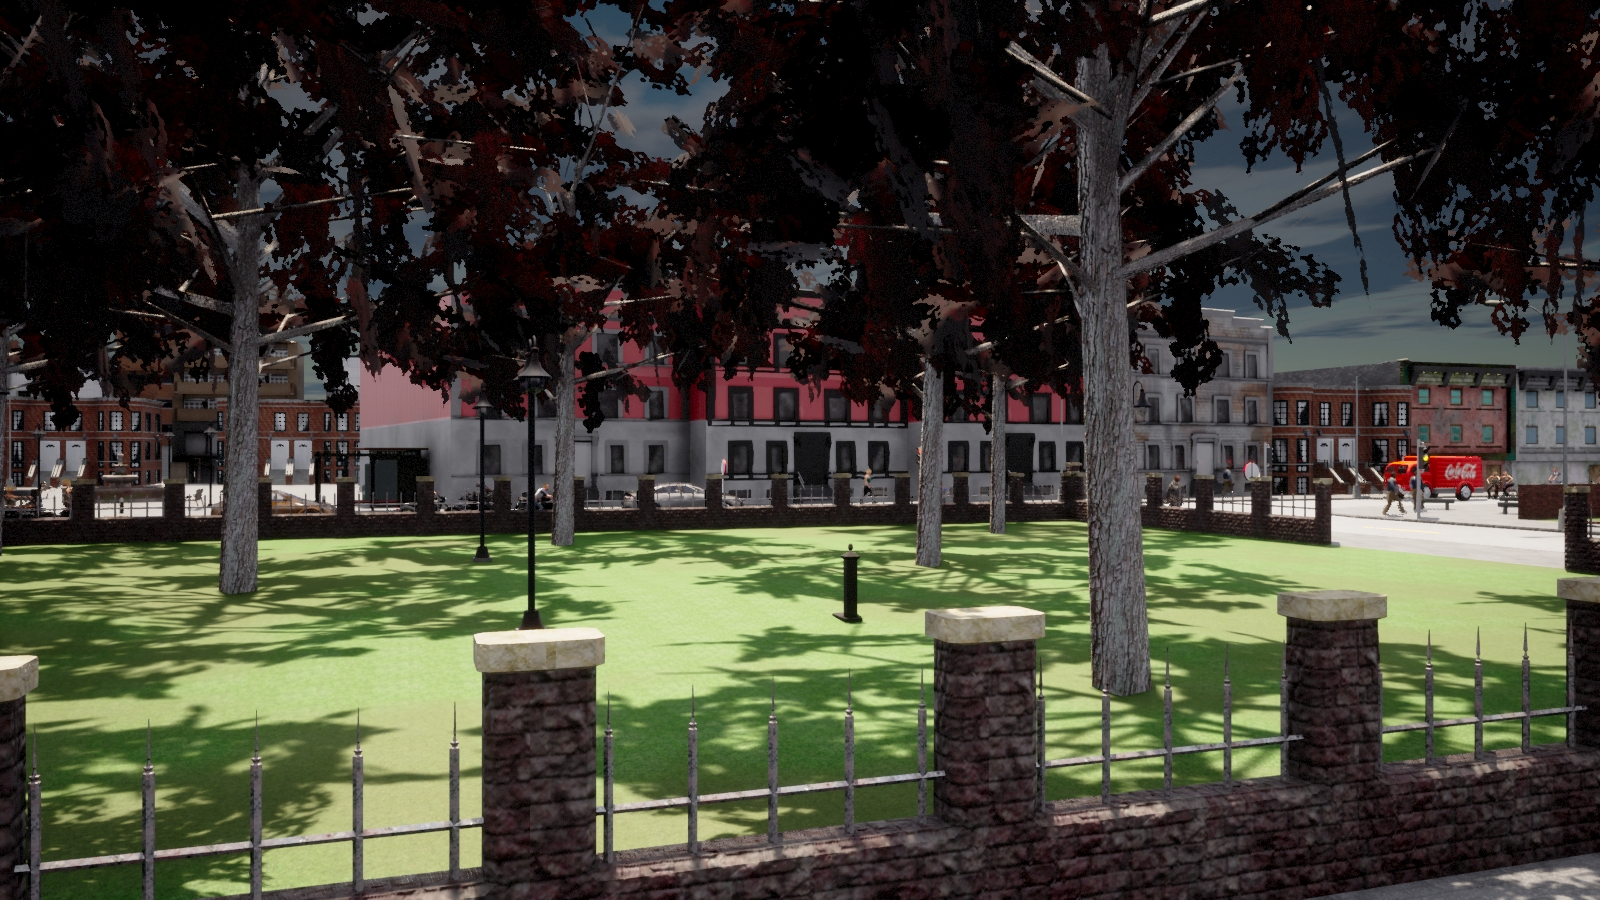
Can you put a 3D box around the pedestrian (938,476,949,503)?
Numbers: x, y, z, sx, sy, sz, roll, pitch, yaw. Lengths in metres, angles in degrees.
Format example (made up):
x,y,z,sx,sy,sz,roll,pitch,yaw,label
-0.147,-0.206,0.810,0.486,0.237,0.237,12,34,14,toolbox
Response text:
x,y,z,sx,sy,sz,roll,pitch,yaw,label
6.902,1.909,54.994,0.375,1.300,0.375,0,0,-19,pedestrian

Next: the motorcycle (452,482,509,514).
x,y,z,sx,sy,sz,roll,pitch,yaw,label
-13.154,1.985,47.058,2.209,1.251,0.867,0,0,-19,motorcycle

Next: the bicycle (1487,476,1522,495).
x,y,z,sx,sy,sz,roll,pitch,yaw,label
40.458,2.036,65.608,1.487,1.080,0.859,0,0,1,bicycle

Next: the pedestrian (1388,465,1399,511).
x,y,z,sx,sy,sz,roll,pitch,yaw,label
23.840,1.518,45.890,0.375,1.860,0.375,0,0,33,pedestrian

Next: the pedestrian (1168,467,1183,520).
x,y,z,sx,sy,sz,roll,pitch,yaw,label
13.264,1.525,40.358,0.375,1.860,0.375,0,0,-20,pedestrian

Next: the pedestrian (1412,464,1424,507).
x,y,z,sx,sy,sz,roll,pitch,yaw,label
26.695,1.517,49.386,0.375,1.860,0.375,0,0,16,pedestrian

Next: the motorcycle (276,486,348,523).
x,y,z,sx,sy,sz,roll,pitch,yaw,label
-17.611,1.950,41.298,2.356,1.277,0.764,0,0,-19,motorcycle

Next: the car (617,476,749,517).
x,y,z,sx,sy,sz,roll,pitch,yaw,label
-4.677,1.827,45.707,4.902,1.511,2.128,0,0,-19,car

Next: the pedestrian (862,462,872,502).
x,y,z,sx,sy,sz,roll,pitch,yaw,label
3.211,1.529,54.729,0.375,1.860,0.375,0,0,32,pedestrian

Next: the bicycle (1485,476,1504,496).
x,y,z,sx,sy,sz,roll,pitch,yaw,label
39.299,2.036,64.656,0.859,1.080,1.487,0,0,35,bicycle

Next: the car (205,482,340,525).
x,y,z,sx,sy,sz,roll,pitch,yaw,label
-18.776,1.899,40.895,4.181,1.385,1.994,0,0,-18,car

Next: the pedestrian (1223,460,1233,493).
x,y,z,sx,sy,sz,roll,pitch,yaw,label
24.421,1.523,65.140,0.375,1.860,0.375,0,0,-19,pedestrian

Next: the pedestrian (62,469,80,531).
x,y,z,sx,sy,sz,roll,pitch,yaw,label
-22.122,1.523,34.659,0.375,1.860,0.375,0,0,-19,pedestrian

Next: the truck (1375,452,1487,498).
x,y,z,sx,sy,sz,roll,pitch,yaw,label
35.004,1.348,63.458,5.204,2.467,2.627,0,0,-19,truck
